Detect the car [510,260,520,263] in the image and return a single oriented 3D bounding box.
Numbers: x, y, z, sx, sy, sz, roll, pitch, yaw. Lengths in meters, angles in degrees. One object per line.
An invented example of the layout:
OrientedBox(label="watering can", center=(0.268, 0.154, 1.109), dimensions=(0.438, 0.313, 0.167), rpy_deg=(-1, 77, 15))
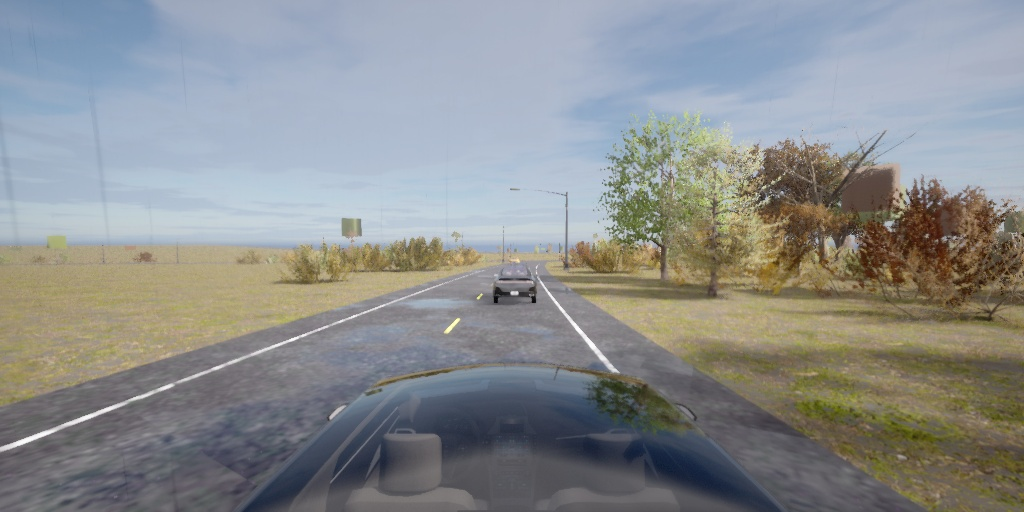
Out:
OrientedBox(label="car", center=(0.611, 1.288, 31.379), dimensions=(2.033, 1.411, 5.357), rpy_deg=(0, 0, 2))

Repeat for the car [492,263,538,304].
OrientedBox(label="car", center=(0.152, 1.235, 16.416), dimensions=(2.128, 1.511, 4.902), rpy_deg=(0, 0, 1))
